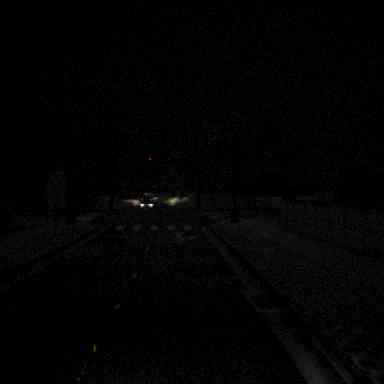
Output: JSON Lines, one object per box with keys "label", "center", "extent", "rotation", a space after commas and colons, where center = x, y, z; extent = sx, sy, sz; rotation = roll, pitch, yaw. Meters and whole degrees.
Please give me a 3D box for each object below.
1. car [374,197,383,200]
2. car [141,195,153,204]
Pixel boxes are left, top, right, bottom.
{"label": "car", "center": [24.082, 0.997, 38.827], "extent": [5.566, 2.045, 2.150], "rotation": [-1, 0, -5]}
{"label": "car", "center": [-8.311, 1.276, 61.370], "extent": [2.097, 1.767, 4.553], "rotation": [0, 0, -7]}
